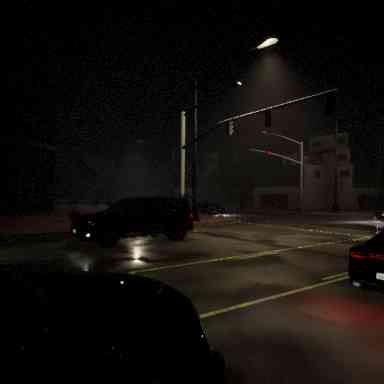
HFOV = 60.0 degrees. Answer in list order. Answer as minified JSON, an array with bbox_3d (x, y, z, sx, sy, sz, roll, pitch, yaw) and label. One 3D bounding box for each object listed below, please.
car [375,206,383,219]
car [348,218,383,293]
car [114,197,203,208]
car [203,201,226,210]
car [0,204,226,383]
[{"bbox_3d":[18.451,1.728,30.046,4.902,1.511,2.128,1,-1,-35],"label":"car"},{"bbox_3d":[5.717,1.499,7.860,5.008,1.535,1.882,0,0,-35],"label":"car"},{"bbox_3d":[-2.508,1.241,15.097,5.566,2.045,2.150,0,0,-35],"label":"car"},{"bbox_3d":[1.763,1.659,36.103,1.994,1.385,4.181,1,-1,-35],"label":"car"},{"bbox_3d":[-2.362,1.222,2.059,5.566,2.045,2.150,0,0,-36],"label":"car"}]
